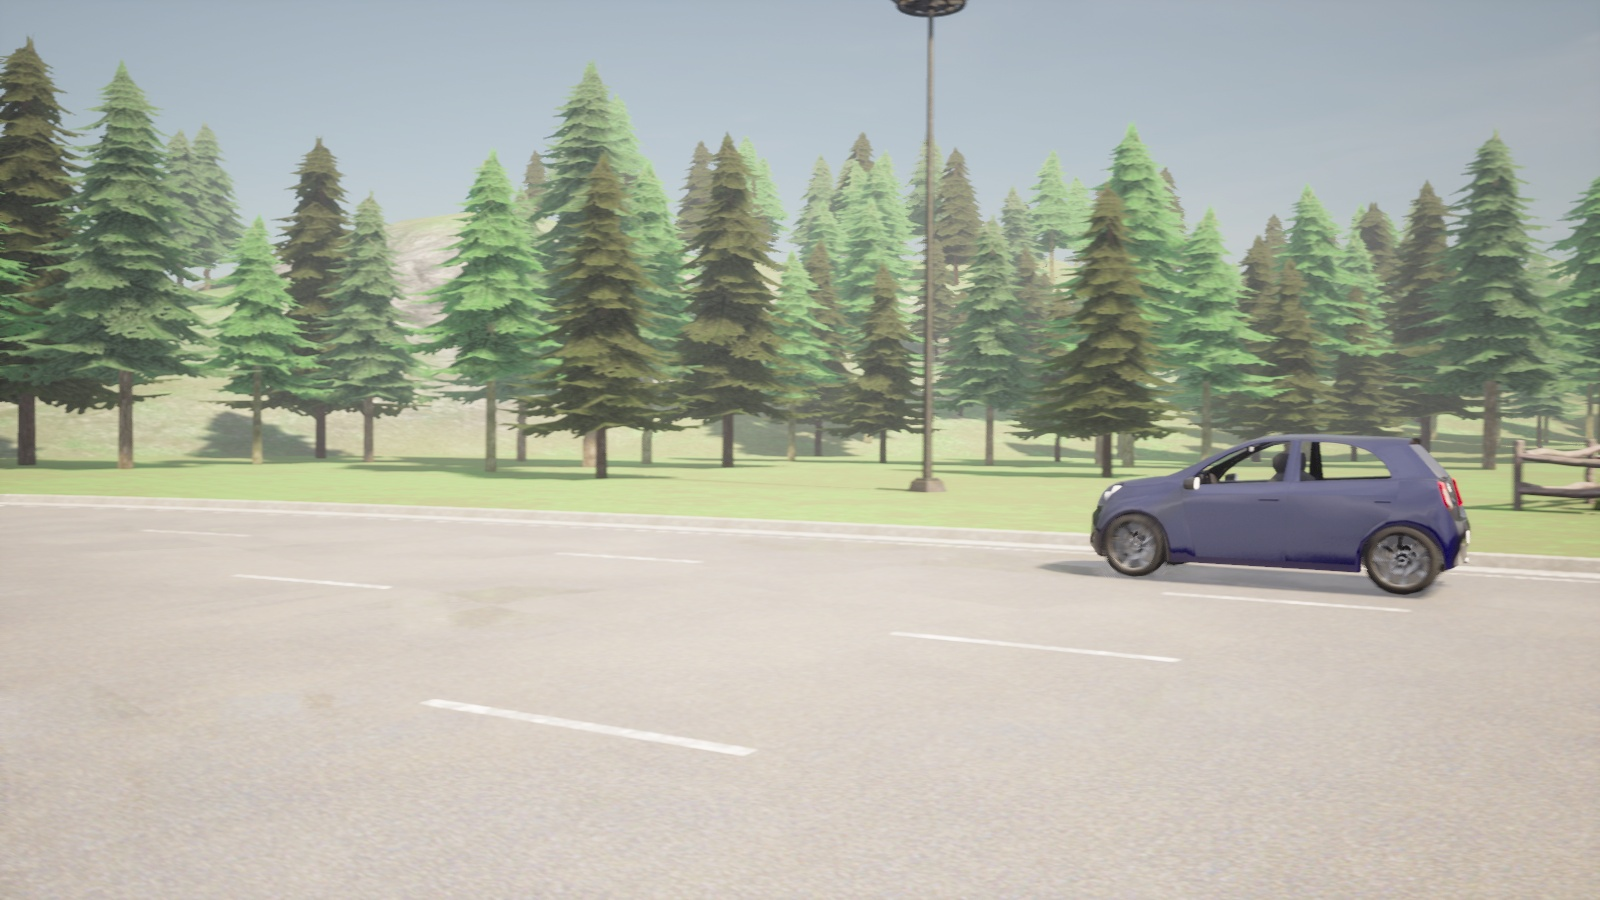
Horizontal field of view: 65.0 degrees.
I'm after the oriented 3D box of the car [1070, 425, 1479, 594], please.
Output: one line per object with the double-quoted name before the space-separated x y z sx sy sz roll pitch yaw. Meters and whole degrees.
"car" 4.848 0.521 12.902 3.633 1.501 1.845 0 1 32
